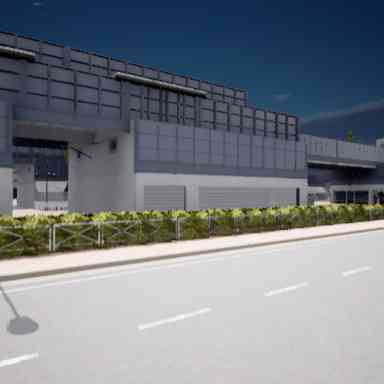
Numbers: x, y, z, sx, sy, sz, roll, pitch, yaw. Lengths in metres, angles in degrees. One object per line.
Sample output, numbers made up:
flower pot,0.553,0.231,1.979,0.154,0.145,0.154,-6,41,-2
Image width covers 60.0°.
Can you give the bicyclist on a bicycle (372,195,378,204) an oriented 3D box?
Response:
bicyclist on a bicycle,27.925,1.276,50.711,1.656,1.620,0.582,0,0,-36
